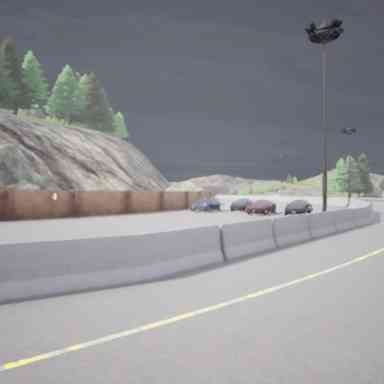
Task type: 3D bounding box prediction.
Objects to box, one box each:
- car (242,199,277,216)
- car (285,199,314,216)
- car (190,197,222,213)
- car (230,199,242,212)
[{"bbox_3d":[6.956,1.489,32.859,1.882,1.535,5.008,0,0,30],"label":"car"},{"bbox_3d":[10.186,1.484,31.462,1.882,1.535,5.008,0,0,30],"label":"car"},{"bbox_3d":[1.624,1.373,37.584,2.097,1.767,4.553,0,0,29],"label":"car"},{"bbox_3d":[5.921,1.493,38.123,1.882,1.535,5.008,0,0,26],"label":"car"}]
